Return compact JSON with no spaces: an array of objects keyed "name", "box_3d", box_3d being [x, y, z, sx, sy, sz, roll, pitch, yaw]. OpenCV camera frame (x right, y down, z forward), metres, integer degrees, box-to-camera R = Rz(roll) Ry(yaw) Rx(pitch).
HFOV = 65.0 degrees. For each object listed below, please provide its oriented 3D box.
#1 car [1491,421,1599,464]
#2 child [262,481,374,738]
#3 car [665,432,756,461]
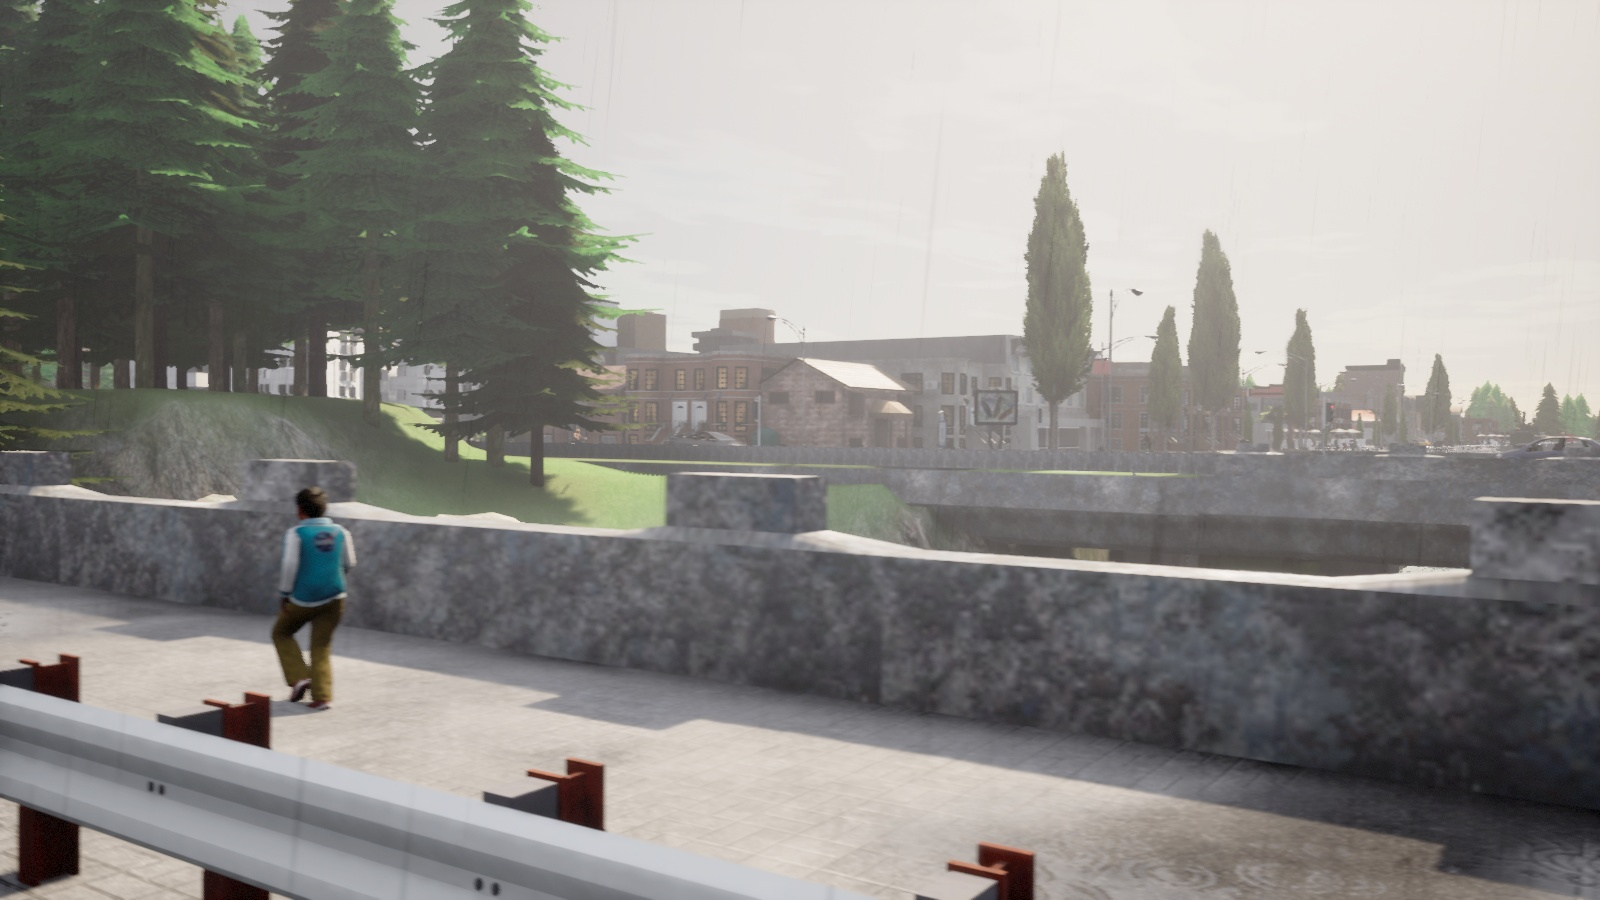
[{"name":"car","box_3d":[29.308,-0.305,48.987,3.988,1.617,1.851,0,1,34]},{"name":"child","box_3d":[-2.377,0.758,6.197,0.448,1.192,0.343,0,1,44]},{"name":"car","box_3d":[-4.768,-0.191,66.876,4.514,1.525,2.007,0,1,34]}]
